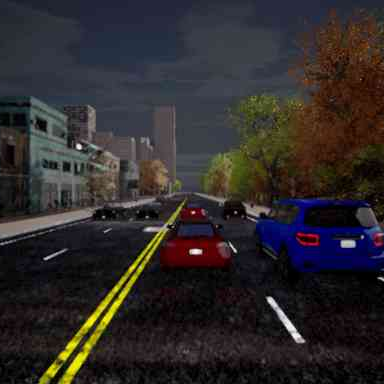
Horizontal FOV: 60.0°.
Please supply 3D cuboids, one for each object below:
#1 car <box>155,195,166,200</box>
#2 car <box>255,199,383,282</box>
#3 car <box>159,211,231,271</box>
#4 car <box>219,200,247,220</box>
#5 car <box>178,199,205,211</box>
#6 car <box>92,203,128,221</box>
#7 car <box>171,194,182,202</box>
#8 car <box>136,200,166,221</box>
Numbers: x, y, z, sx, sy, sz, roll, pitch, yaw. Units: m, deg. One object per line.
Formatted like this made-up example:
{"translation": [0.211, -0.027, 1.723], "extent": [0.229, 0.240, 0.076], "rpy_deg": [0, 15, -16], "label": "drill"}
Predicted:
{"translation": [-6.496, 1.424, 69.257], "extent": [2.033, 1.411, 5.357], "rpy_deg": [0, 0, 0], "label": "car"}
{"translation": [3.351, 1.206, 9.823], "extent": [2.150, 2.045, 5.566], "rpy_deg": [0, 0, 0], "label": "car"}
{"translation": [0.101, 1.548, 10.819], "extent": [1.994, 1.385, 4.181], "rpy_deg": [0, 0, 0], "label": "car"}
{"translation": [3.352, 1.436, 28.000], "extent": [1.882, 1.535, 5.008], "rpy_deg": [0, 0, 0], "label": "car"}
{"translation": [0.102, 1.523, 27.064], "extent": [1.994, 1.385, 4.181], "rpy_deg": [0, 0, 0], "label": "car"}
{"translation": [-6.598, 1.561, 27.066], "extent": [1.895, 1.301, 4.718], "rpy_deg": [0, 0, 0], "label": "car"}
{"translation": [-3.246, 1.239, 69.286], "extent": [2.097, 1.767, 4.553], "rpy_deg": [0, 0, 0], "label": "car"}
{"translation": [-3.348, 1.560, 27.077], "extent": [1.895, 1.301, 4.718], "rpy_deg": [0, 0, 0], "label": "car"}
